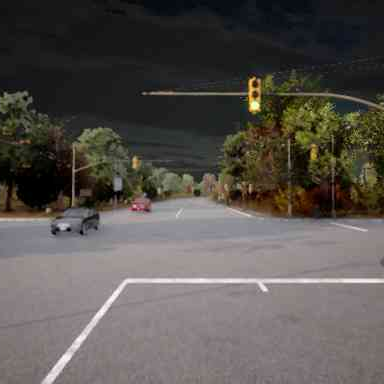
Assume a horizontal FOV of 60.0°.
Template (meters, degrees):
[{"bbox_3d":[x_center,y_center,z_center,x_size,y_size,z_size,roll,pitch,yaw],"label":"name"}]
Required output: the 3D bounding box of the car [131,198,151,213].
[{"bbox_3d":[-6.986,1.832,46.171,2.150,2.045,5.566,0,0,0],"label":"car"}]

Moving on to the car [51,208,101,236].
[{"bbox_3d":[-6.993,1.749,20.489,2.128,1.511,4.902,0,-1,0],"label":"car"}]
